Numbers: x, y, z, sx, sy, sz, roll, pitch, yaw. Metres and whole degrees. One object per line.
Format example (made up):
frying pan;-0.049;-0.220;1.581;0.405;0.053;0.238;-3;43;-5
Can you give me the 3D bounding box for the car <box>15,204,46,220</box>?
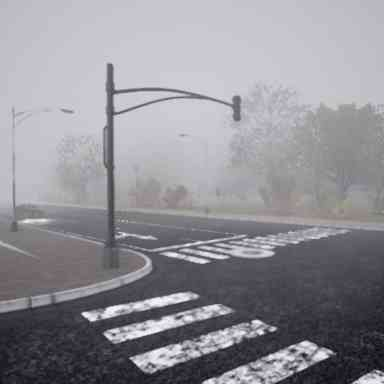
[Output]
car;-15.332;1.801;31.433;1.994;1.385;4.181;-1;0;-42
